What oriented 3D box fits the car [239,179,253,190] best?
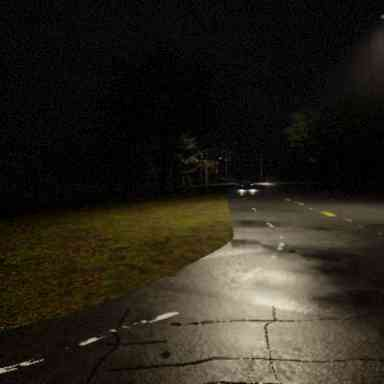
[{"bbox_3d":[8.152,-1.131,50.328,1.882,1.535,5.008,-1,2,6],"label":"car"}]
